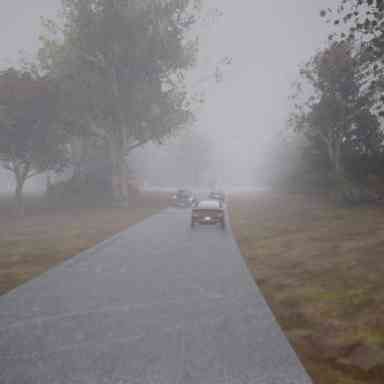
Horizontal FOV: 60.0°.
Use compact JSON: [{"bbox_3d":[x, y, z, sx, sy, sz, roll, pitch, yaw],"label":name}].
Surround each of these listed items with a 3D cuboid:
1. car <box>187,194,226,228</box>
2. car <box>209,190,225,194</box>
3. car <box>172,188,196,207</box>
[{"bbox_3d":[1.001,1.155,19.875,1.882,1.535,5.008,0,2,4],"label":"car"},{"bbox_3d":[2.980,0.387,39.940,1.994,1.385,4.181,0,3,6],"label":"car"},{"bbox_3d":[-0.652,0.477,32.897,2.097,1.767,4.553,2,3,6],"label":"car"}]
